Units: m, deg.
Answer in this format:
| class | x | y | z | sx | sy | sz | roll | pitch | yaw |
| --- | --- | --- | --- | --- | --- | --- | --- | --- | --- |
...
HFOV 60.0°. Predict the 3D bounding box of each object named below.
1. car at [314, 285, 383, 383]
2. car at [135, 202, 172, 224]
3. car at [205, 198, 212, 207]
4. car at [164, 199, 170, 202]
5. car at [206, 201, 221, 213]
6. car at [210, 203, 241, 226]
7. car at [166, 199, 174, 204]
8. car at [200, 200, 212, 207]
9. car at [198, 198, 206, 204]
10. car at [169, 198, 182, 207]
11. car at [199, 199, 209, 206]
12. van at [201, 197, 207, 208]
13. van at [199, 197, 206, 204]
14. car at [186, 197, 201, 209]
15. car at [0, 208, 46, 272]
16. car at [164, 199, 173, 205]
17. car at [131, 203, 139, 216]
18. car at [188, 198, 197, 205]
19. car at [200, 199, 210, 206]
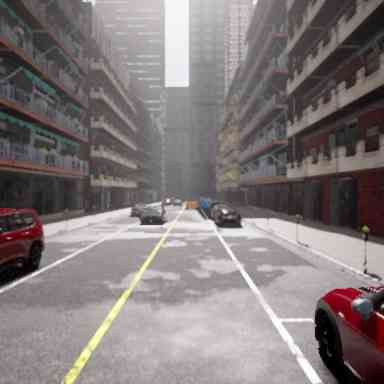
| class | x | y | z | sx | sy | sz | roll | pitch | yaw |
| --- | --- | --- | --- | --- | --- | --- | --- | --- | --- |
| car | 2.680 | 1.474 | 3.155 | 1.967 | 1.590 | 4.097 | -1 | -1 | 0 |
| car | -3.085 | 1.830 | 27.684 | 2.033 | 1.411 | 5.357 | 0 | -1 | 0 |
| car | 3.024 | 1.946 | 43.176 | 1.837 | 1.490 | 4.892 | 0 | -1 | 0 |
| car | -5.658 | 2.344 | 76.010 | 1.947 | 1.339 | 4.313 | -1 | -1 | 0 |
| car | 2.697 | 1.869 | 31.164 | 2.008 | 1.369 | 4.403 | -1 | -1 | 0 |
| car | 2.694 | 1.827 | 25.561 | 1.947 | 1.339 | 4.313 | -1 | -1 | 0 |
| car | -5.651 | 2.477 | 87.213 | 1.802 | 1.307 | 4.206 | -1 | -1 | 0 |
| car | 2.716 | 2.213 | 64.773 | 2.008 | 1.369 | 4.403 | -1 | -1 | 0 |
| car | 2.732 | 2.504 | 92.782 | 2.008 | 1.369 | 4.403 | -1 | -1 | 0 |
| car | -2.961 | 2.240 | 68.776 | 2.033 | 1.411 | 5.357 | 0 | -1 | 0 |
| car | 2.722 | 2.344 | 75.976 | 1.947 | 1.339 | 4.313 | -1 | -1 | 0 |
| van | 2.710 | 1.946 | 59.174 | 1.690 | 1.788 | 3.998 | -1 | -1 | 0 |
| van | 2.725 | 2.236 | 87.182 | 1.690 | 1.788 | 3.998 | -1 | -1 | 0 |
| car | 0.032 | 1.916 | 55.198 | 2.097 | 1.767 | 4.553 | 0 | -1 | 0 |
| car | -5.699 | 1.405 | 8.792 | 2.192 | 1.841 | 5.009 | -1 | -1 | 0 |
| car | -5.655 | 2.381 | 81.612 | 1.887 | 1.381 | 4.507 | -1 | -1 | 0 |
| car | -5.680 | 1.926 | 36.798 | 2.008 | 1.369 | 4.403 | -1 | -1 | 0 |
| car | 0.041 | 2.082 | 71.897 | 1.837 | 1.490 | 4.892 | 0 | -1 | 0 |
| car | 2.719 | 2.265 | 70.375 | 1.887 | 1.381 | 4.507 | -1 | -1 | 0 |
